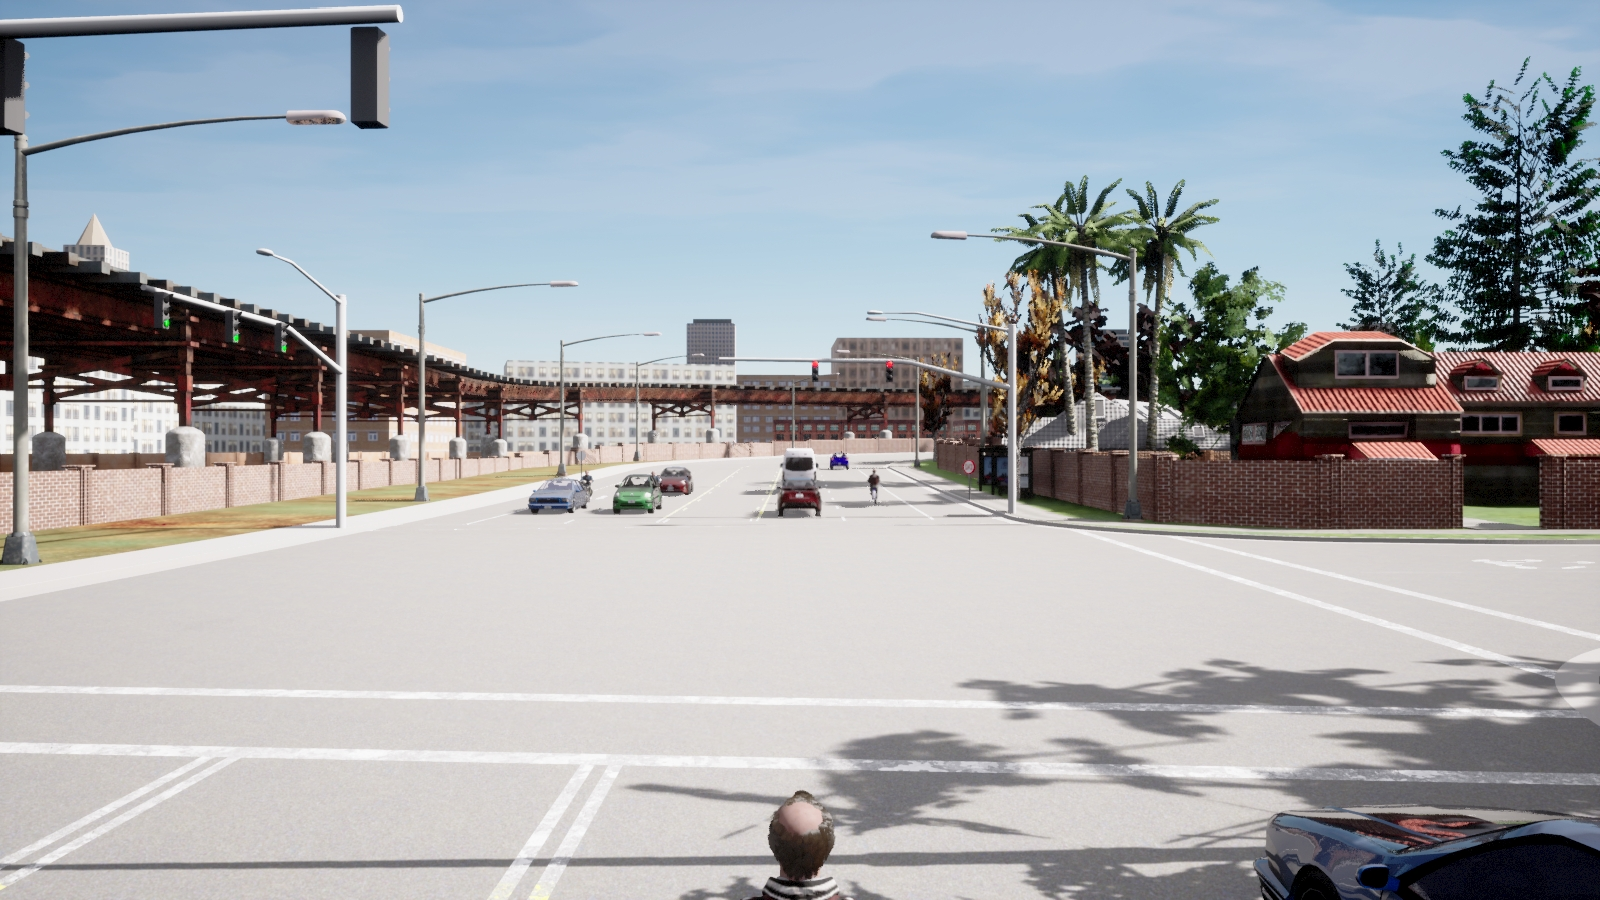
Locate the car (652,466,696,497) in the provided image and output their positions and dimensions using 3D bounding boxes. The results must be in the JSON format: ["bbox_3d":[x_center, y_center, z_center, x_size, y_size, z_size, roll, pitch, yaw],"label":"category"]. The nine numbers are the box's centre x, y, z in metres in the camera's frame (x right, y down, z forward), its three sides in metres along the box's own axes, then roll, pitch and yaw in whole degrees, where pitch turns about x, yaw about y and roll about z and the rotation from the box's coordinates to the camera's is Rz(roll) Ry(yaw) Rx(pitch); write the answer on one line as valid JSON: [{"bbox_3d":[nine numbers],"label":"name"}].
[{"bbox_3d":[-7.043,1.734,64.294,2.007,1.525,4.514,0,1,0],"label":"car"}]

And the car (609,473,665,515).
[{"bbox_3d":[-7.031,1.877,49.699,1.851,1.617,3.988,0,1,0],"label":"car"}]

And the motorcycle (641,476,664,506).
[{"bbox_3d":[-7.053,1.947,54.746,0.856,1.341,1.805,0,1,0],"label":"motorcycle"}]

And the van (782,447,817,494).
[{"bbox_3d":[-0.032,1.171,67.852,1.988,2.561,5.915,0,1,0],"label":"van"}]

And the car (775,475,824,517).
[{"bbox_3d":[-0.029,1.927,48.722,2.007,1.525,4.514,0,1,0],"label":"car"}]

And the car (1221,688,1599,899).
[{"bbox_3d":[3.467,2.106,4.038,2.033,1.411,5.357,0,0,1],"label":"car"}]

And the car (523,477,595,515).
[{"bbox_3d":[-10.533,1.979,50.381,2.033,1.411,5.357,0,1,0],"label":"car"}]

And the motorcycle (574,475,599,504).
[{"bbox_3d":[-10.476,1.934,56.002,0.856,1.341,1.805,0,1,1],"label":"motorcycle"}]

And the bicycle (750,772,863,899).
[{"bbox_3d":[0.019,2.048,3.681,0.329,1.496,1.835,0,0,0],"label":"bicycle"}]

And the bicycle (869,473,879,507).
[{"bbox_3d":[3.483,1.878,53.712,0.329,1.496,1.835,0,1,0],"label":"bicycle"}]
